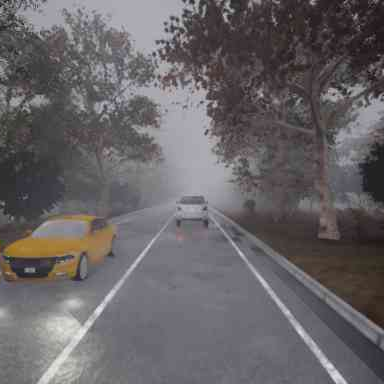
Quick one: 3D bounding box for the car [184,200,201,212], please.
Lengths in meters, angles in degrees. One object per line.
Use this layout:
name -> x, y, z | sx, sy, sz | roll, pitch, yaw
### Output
car -> 0.088, 1.718, 42.085 | 2.033, 1.411, 5.357 | 0, -1, 0

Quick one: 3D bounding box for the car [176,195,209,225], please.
car -> 0.026, 1.204, 23.728 | 2.150, 2.045, 5.566 | 0, 0, 0

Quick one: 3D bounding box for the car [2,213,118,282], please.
car -> -3.590, 1.448, 9.942 | 1.882, 1.535, 5.008 | 0, 1, 1
